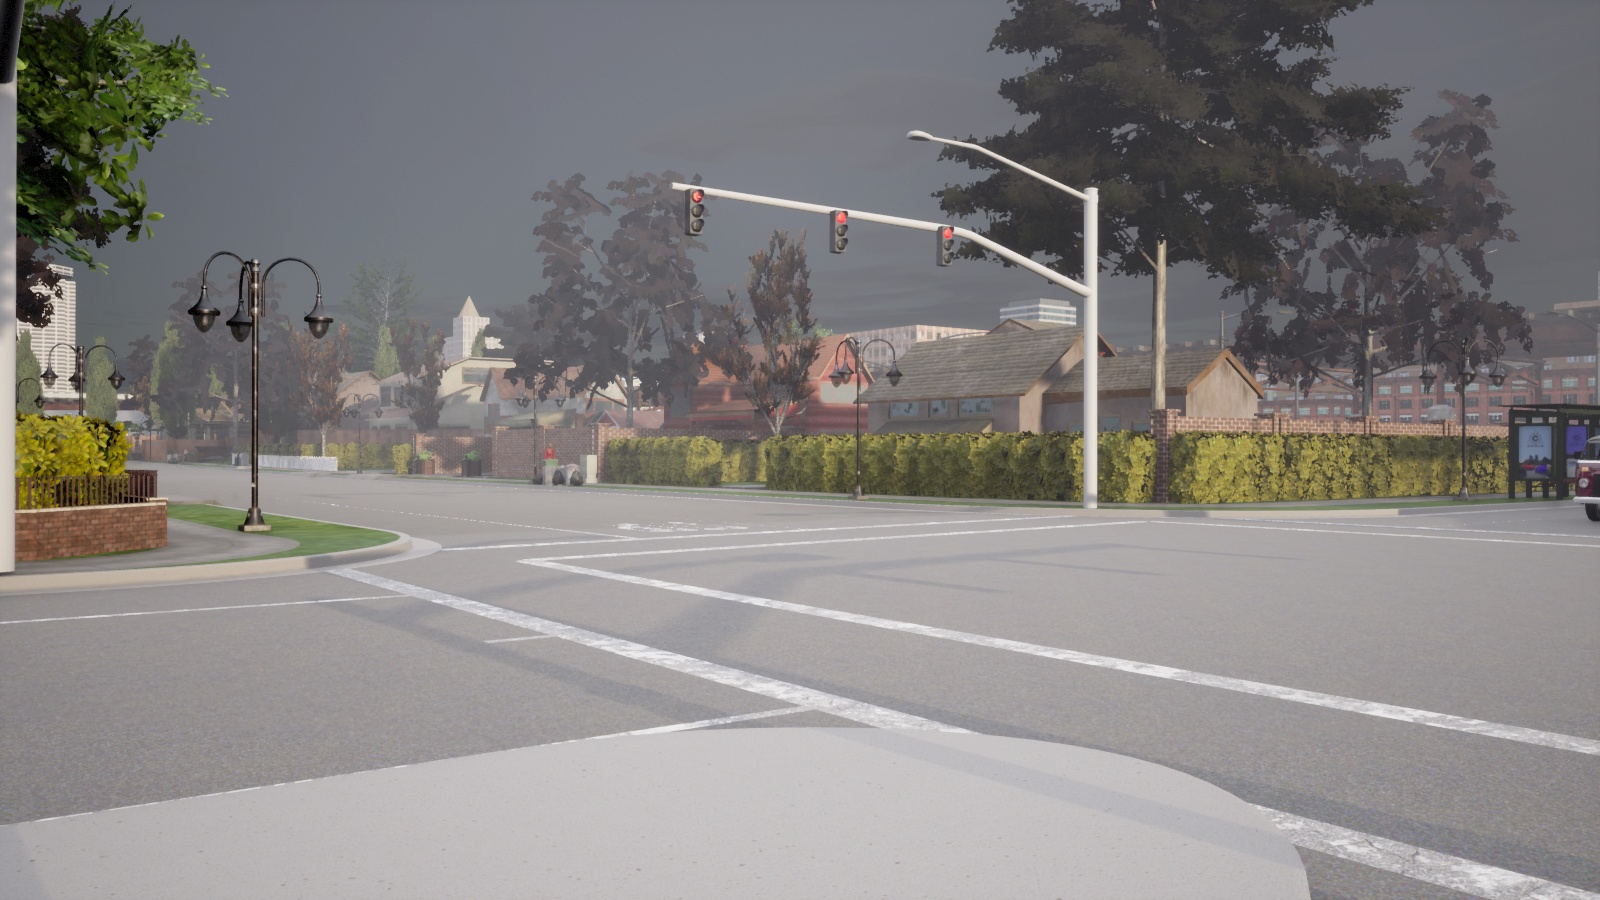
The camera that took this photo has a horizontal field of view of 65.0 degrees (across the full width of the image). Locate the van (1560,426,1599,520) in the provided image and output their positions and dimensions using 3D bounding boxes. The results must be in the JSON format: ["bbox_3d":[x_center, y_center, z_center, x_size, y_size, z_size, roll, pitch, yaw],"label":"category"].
[{"bbox_3d":[19.198,0.497,28.227,4.480,2.038,2.069,0,0,-37],"label":"van"}]
